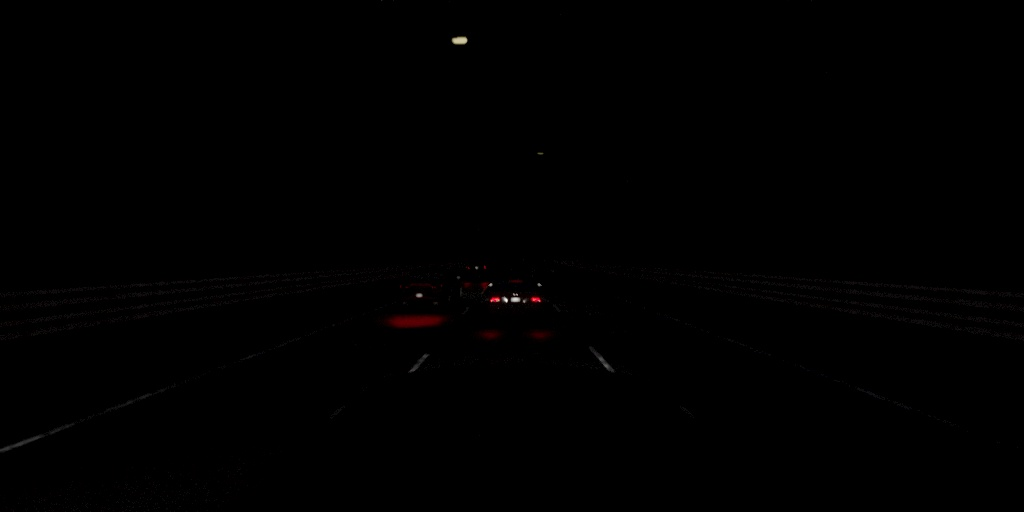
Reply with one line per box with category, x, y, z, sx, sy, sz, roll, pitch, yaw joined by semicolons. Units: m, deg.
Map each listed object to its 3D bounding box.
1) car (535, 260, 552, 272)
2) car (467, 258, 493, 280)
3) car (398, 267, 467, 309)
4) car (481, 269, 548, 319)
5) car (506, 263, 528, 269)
car;4.484;1.693;52.731;1.994;1.385;4.181;0;-1;3
car;-3.058;1.175;34.503;2.150;2.045;5.566;0;0;1
car;-3.365;1.299;15.556;1.882;1.535;5.008;0;0;0
car;0.115;1.355;13.098;2.033;1.411;5.357;0;0;0
car;0.463;1.465;35.087;1.837;1.490;4.892;0;0;2
